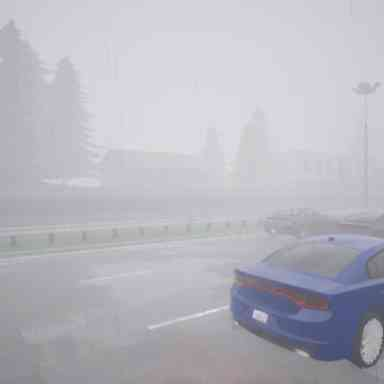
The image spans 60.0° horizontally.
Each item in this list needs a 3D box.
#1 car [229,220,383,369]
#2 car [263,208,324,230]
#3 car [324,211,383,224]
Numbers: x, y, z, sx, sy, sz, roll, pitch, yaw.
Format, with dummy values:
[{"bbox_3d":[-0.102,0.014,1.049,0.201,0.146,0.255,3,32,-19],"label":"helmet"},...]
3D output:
[{"bbox_3d":[2.914,1.489,5.824,5.008,1.535,1.882,0,0,-35],"label":"car"},{"bbox_3d":[5.632,1.520,16.359,4.902,1.511,2.128,0,0,-35],"label":"car"},{"bbox_3d":[7.730,1.533,13.554,4.892,1.490,1.837,0,0,-35],"label":"car"}]
